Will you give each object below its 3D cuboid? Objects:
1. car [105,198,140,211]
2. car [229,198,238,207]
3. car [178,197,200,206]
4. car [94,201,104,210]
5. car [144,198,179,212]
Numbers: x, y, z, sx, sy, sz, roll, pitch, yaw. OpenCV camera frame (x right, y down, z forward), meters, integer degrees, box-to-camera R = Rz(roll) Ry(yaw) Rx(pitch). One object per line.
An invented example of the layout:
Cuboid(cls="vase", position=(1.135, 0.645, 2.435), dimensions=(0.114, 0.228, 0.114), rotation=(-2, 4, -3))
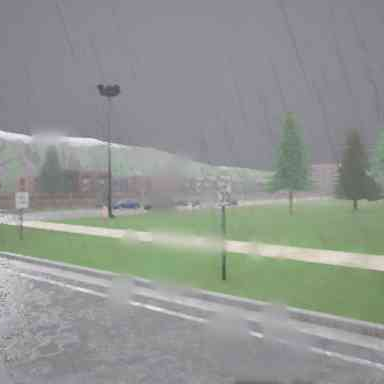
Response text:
Cuboid(cls="car", position=(-9.803, 1.851, 48.461), dimensions=(1.882, 1.535, 5.008), rotation=(-1, 0, 35))
Cuboid(cls="car", position=(6.894, 1.847, 60.048), dimensions=(2.033, 1.411, 5.357), rotation=(-1, 0, 35))
Cuboid(cls="car", position=(-0.211, 1.937, 62.123), dimensions=(1.994, 1.385, 4.181), rotation=(-1, 0, 35))
Cuboid(cls="car", position=(-12.644, 1.762, 50.498), dimensions=(2.097, 1.767, 4.553), rotation=(-1, 0, 35))
Cuboid(cls="car", position=(-4.245, 1.901, 44.205), dimensions=(1.895, 1.301, 4.718), rotation=(-1, 0, 35))
